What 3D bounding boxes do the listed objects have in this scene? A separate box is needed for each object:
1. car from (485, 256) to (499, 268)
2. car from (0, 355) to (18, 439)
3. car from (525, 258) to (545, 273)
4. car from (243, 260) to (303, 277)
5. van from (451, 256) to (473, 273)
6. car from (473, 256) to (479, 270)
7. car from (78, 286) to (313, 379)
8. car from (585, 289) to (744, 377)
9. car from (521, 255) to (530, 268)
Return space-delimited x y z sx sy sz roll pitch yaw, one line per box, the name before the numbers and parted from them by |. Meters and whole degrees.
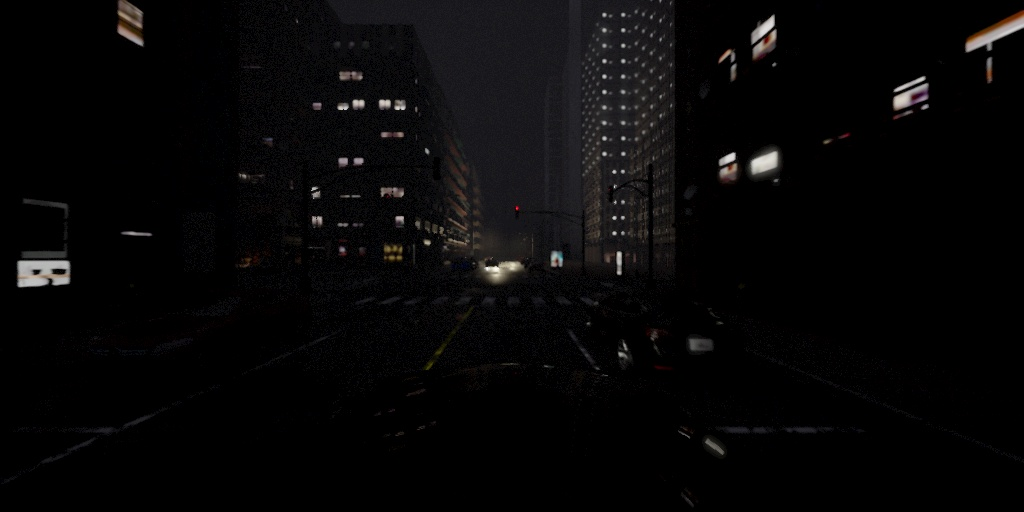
car | -3.006 1.078 54.263 1.994 1.385 4.181 0 0 0
car | -5.690 1.316 1.672 1.948 1.339 4.313 0 0 0
car | 2.688 1.158 39.589 1.802 1.307 4.207 0 0 0
car | -18.797 0.975 28.414 4.313 1.339 1.948 0 0 0
van | -5.693 0.918 39.590 1.690 1.789 3.998 0 0 0
car | -5.694 0.868 45.117 2.192 1.841 5.009 0 0 0
car | -5.690 1.306 7.196 1.802 1.307 4.207 0 0 0
car | 2.691 1.289 7.185 1.948 1.339 4.313 0 0 0
car | 2.687 0.969 50.645 1.967 1.591 4.097 0 0 0
